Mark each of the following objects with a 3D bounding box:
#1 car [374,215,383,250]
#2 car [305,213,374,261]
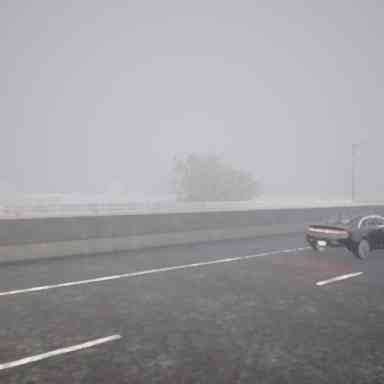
[{"bbox_3d":[7.639,1.276,9.272,5.566,2.045,2.150,0,0,-35],"label":"car"},{"bbox_3d":[6.390,1.547,12.670,4.902,1.511,2.128,1,0,-35],"label":"car"}]
